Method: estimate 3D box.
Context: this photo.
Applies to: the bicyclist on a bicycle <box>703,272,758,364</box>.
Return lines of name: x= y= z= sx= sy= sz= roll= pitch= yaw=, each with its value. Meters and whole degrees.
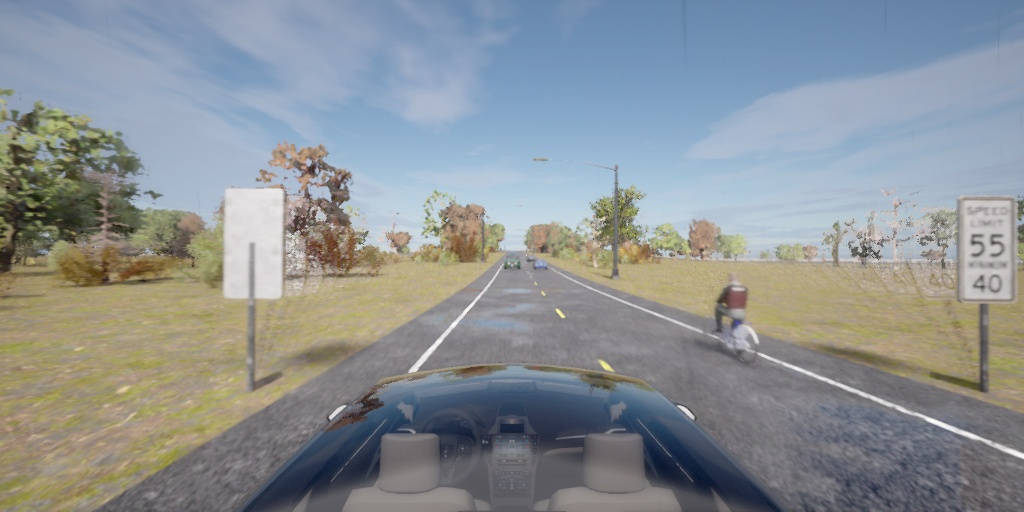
bicyclist on a bicycle: x=4.470 y=1.202 z=7.461 sx=0.659 sy=1.776 sz=1.843 roll=0 pitch=0 yaw=0

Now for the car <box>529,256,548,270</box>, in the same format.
car: x=3.744 y=1.067 z=48.505 sx=2.033 sy=1.411 sz=5.357 roll=0 pitch=1 yaw=0

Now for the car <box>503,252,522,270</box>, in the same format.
car: x=0.064 y=0.748 z=46.978 sx=2.150 sy=2.045 sz=5.566 roll=0 pitch=1 yaw=1
